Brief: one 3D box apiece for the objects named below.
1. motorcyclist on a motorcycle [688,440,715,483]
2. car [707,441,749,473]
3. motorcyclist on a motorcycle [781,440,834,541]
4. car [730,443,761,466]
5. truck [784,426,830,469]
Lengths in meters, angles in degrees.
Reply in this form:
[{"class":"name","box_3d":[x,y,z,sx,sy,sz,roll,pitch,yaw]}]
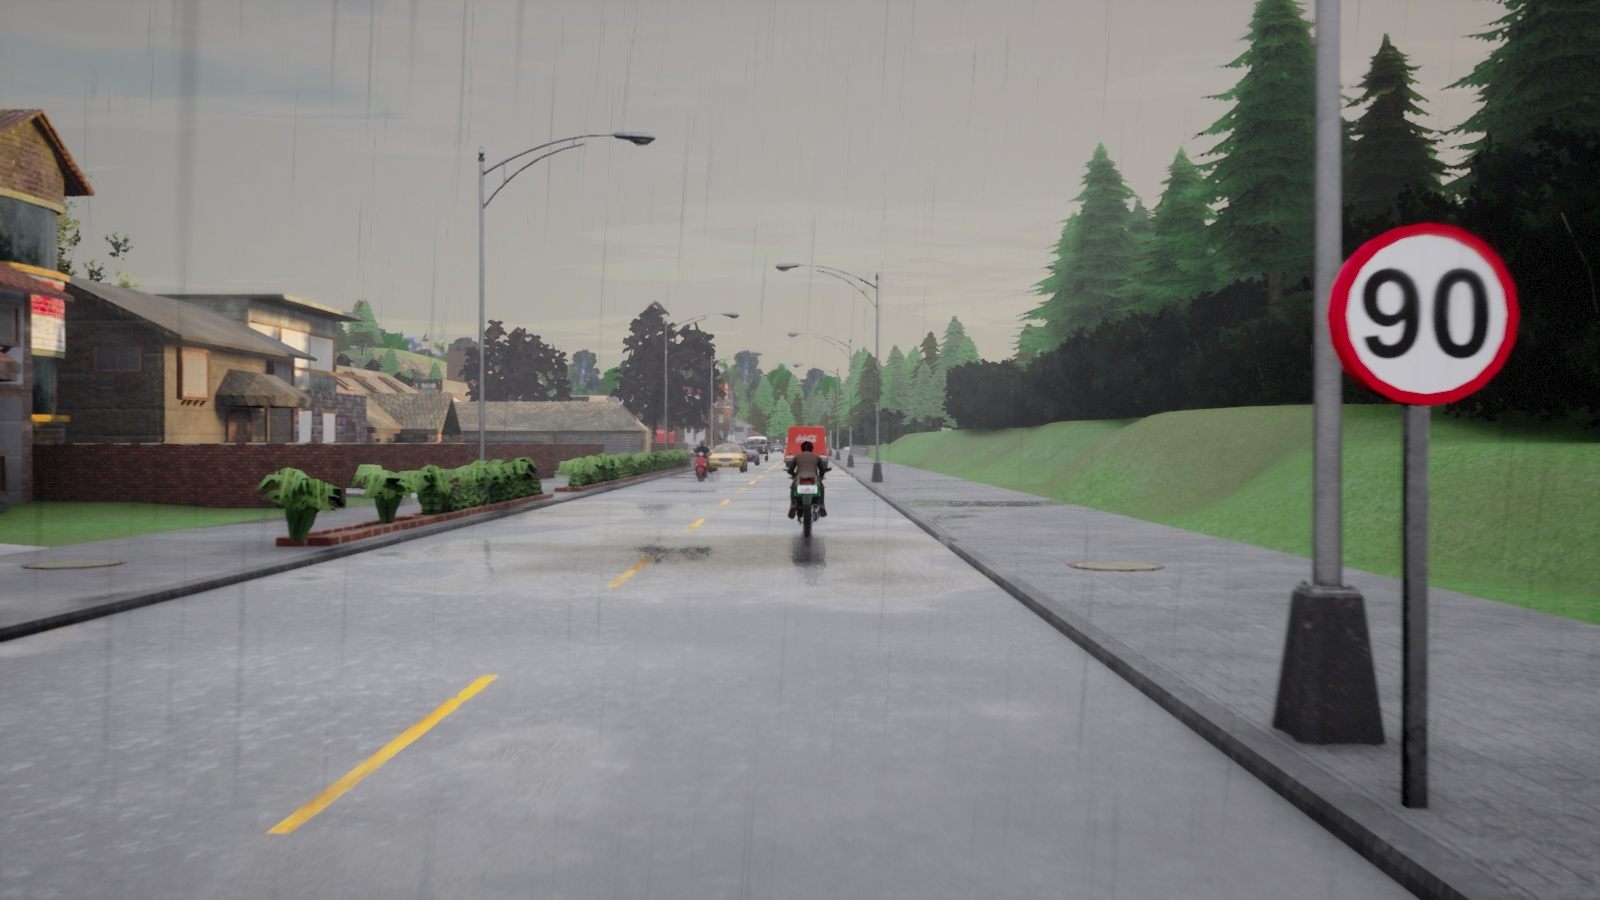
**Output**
[{"class":"motorcyclist on a motorcycle","box_3d":[-3.742,0.427,47.854,0.866,1.590,1.817,0,0,0]},{"class":"car","box_3d":[-3.658,0.320,64.339,1.801,1.575,5.366,0,0,0]},{"class":"motorcyclist on a motorcycle","box_3d":[0.116,0.615,20.009,0.797,1.523,2.044,0,0,0]},{"class":"car","box_3d":[-3.574,0.289,83.163,1.816,1.474,4.193,0,0,0]},{"class":"truck","box_3d":[0.391,-0.161,74.648,2.627,2.467,5.204,0,0,0]}]
